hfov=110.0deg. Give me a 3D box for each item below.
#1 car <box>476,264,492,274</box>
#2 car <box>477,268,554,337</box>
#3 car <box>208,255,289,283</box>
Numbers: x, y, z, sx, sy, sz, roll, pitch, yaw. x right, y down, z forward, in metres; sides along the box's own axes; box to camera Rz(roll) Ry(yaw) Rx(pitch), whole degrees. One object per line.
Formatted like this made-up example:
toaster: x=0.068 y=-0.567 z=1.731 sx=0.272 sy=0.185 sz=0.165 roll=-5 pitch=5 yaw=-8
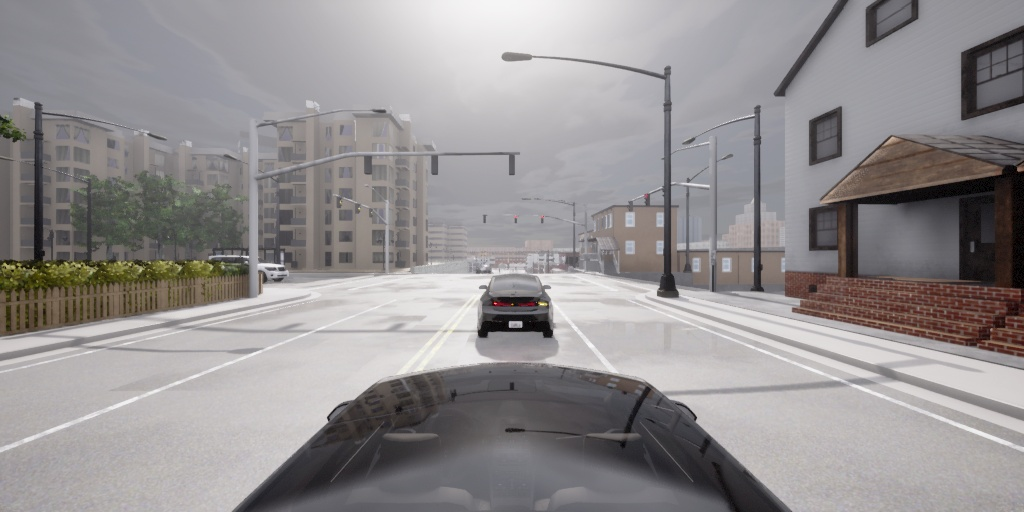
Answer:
car: x=-3.630 y=1.755 z=47.089 sx=2.128 sy=1.511 sz=4.902 roll=0 pitch=-5 yaw=0
car: x=0.090 y=1.255 z=10.276 sx=1.837 sy=1.490 sz=4.892 roll=0 pitch=0 yaw=0
car: x=-19.962 y=0.971 z=26.961 sx=5.566 sy=2.045 sz=2.150 roll=0 pitch=0 yaw=1
